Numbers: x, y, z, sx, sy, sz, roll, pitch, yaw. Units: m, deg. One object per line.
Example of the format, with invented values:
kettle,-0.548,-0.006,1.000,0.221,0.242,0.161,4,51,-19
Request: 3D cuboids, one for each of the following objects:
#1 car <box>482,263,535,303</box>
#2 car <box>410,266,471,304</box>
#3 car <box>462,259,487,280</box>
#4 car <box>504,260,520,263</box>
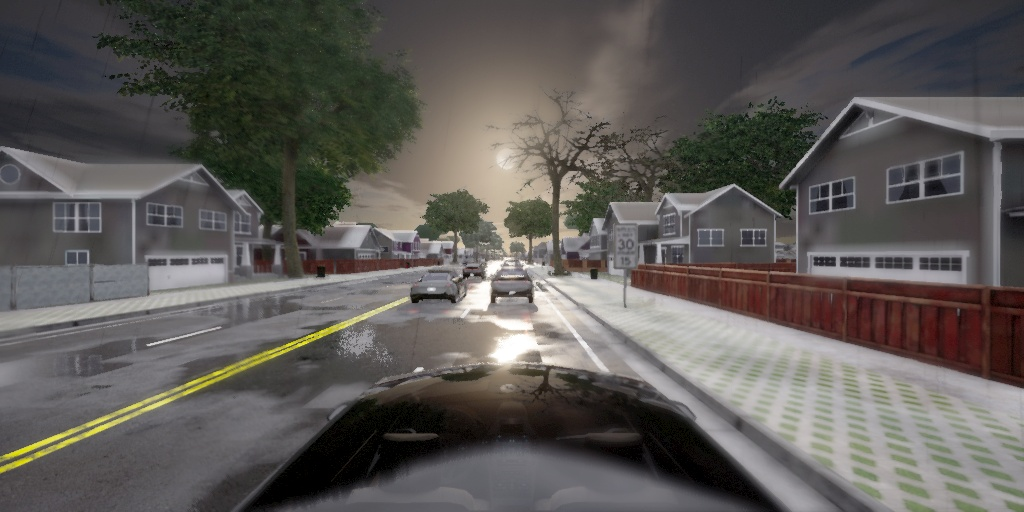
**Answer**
car,0.000,1.244,16.500,2.128,1.511,4.902,0,0,0
car,-3.250,1.321,16.500,1.994,1.385,4.181,0,0,0
car,-3.250,1.278,31.501,1.837,1.490,4.892,0,0,0
car,0.000,1.128,31.472,2.097,1.767,4.553,0,0,0
